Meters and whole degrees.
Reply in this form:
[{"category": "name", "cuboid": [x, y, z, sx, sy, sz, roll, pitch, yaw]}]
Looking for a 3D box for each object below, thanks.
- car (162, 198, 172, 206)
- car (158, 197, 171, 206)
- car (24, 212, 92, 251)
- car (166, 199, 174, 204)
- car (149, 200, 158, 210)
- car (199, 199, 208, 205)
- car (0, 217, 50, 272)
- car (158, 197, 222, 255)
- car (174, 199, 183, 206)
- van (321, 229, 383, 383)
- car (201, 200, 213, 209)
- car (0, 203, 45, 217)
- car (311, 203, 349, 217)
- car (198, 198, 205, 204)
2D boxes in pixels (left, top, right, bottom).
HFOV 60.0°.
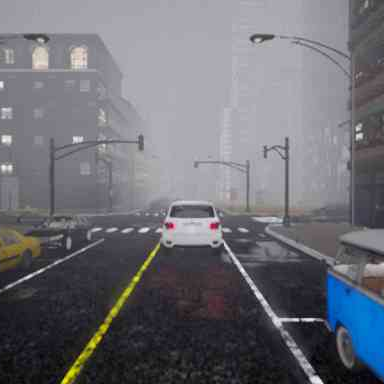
[{"category": "car", "cuboid": [-5.677, 2.180, 75.183, 1.967, 1.590, 4.097, -1, -1, 0]}, {"category": "car", "cuboid": [-5.680, 1.998, 69.536, 2.192, 1.841, 5.009, -1, -1, 0]}, {"category": "car", "cuboid": [-5.696, 1.691, 14.523, 2.008, 1.369, 4.403, -1, -1, 0]}, {"category": "car", "cuboid": [-5.671, 2.437, 86.479, 1.802, 1.307, 4.206, -1, -1, 0]}, {"category": "car", "cuboid": [-5.683, 2.057, 52.588, 1.887, 1.381, 4.507, -1, -1, 0]}, {"category": "car", "cuboid": [2.674, 2.349, 80.885, 2.008, 1.369, 4.403, -1, -1, 0]}, {"category": "car", "cuboid": [-5.698, 1.610, 8.689, 1.752, 1.417, 4.829, -1, -1, 0]}, {"category": "car", "cuboid": [0.007, 1.351, 14.005, 2.150, 2.045, 5.566, 0, 0, 0]}, {"category": "car", "cuboid": [-2.974, 2.214, 73.206, 1.837, 1.490, 4.892, 0, -1, 0]}, {"category": "van", "cuboid": [2.677, 1.372, 3.159, 1.690, 1.788, 3.998, -1, -1, 0]}, {"category": "car", "cuboid": [2.666, 2.114, 58.291, 1.887, 1.381, 4.507, -1, -1, 0]}, {"category": "car", "cuboid": [-17.872, 1.836, 34.498, 4.829, 1.417, 1.752, 0, 0, 0]}, {"category": "car", "cuboid": [14.686, 1.804, 34.540, 4.313, 1.339, 1.947, 0, 0, 0]}, {"category": "car", "cuboid": [2.678, 2.458, 92.183, 1.887, 1.381, 4.507, -1, -1, 0]}]
